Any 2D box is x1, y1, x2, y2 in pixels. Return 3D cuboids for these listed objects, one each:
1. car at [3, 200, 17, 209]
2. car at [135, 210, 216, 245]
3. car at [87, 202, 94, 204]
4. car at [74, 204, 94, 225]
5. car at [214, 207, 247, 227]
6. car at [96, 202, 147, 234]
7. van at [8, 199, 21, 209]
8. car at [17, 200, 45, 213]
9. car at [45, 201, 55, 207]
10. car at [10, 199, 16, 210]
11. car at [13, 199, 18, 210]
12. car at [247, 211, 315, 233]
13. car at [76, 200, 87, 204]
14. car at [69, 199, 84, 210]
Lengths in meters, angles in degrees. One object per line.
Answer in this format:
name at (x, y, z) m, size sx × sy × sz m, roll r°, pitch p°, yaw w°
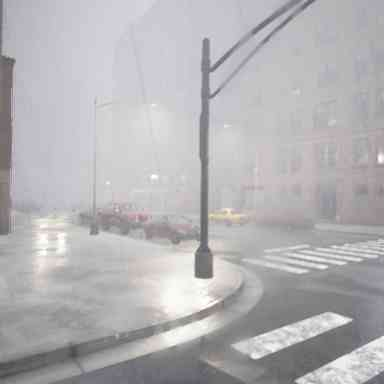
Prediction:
car at (-36.452, 2.434, 66.691) m, size 1.967 × 1.590 × 4.097 m, roll 0°, pitch -1°, yaw -35°
car at (-0.969, 1.788, 16.812) m, size 1.802 × 1.307 × 4.206 m, roll 0°, pitch -1°, yaw -35°
car at (-13.387, 2.290, 48.972) m, size 1.887 × 1.381 × 4.507 m, roll 0°, pitch -1°, yaw -35°
car at (-7.421, 1.889, 25.880) m, size 1.887 × 1.381 × 4.507 m, roll 0°, pitch -1°, yaw -35°
car at (2.638, 1.916, 26.446) m, size 1.752 × 1.417 × 4.829 m, roll 0°, pitch -1°, yaw -35°
car at (-4.196, 1.590, 21.349) m, size 2.192 × 1.841 × 5.009 m, roll 0°, pitch -1°, yaw -35°
van at (-33.227, 2.264, 62.157) m, size 1.690 × 1.788 × 3.998 m, roll 0°, pitch -1°, yaw -35°
car at (-23.550, 2.020, 48.554) m, size 2.192 × 1.841 × 5.009 m, roll 0°, pitch -1°, yaw -35°
car at (-32.834, 2.705, 76.311) m, size 1.752 × 1.417 × 4.829 m, roll 0°, pitch -1°, yaw -35°
car at (-30.001, 2.292, 57.621) m, size 1.967 × 1.590 × 4.097 m, roll 0°, pitch -1°, yaw -35°
car at (-26.774, 2.324, 53.085) m, size 1.887 × 1.381 × 4.507 m, roll 0°, pitch -1°, yaw -35°
car at (5.962, 1.902, 21.774) m, size 1.802 × 1.307 × 4.206 m, roll 0°, pitch -1°, yaw -35°
car at (-16.611, 2.370, 53.505) m, size 2.008 × 1.369 × 4.403 m, roll 0°, pitch -1°, yaw -35°
car at (-19.837, 2.208, 58.041) m, size 2.192 × 1.841 × 5.009 m, roll 0°, pitch -1°, yaw -35°
